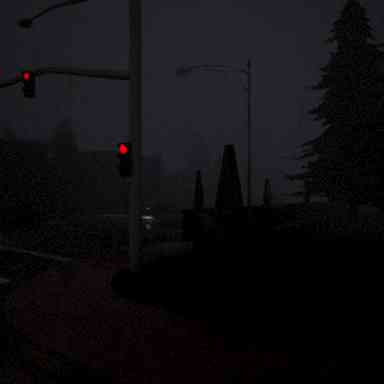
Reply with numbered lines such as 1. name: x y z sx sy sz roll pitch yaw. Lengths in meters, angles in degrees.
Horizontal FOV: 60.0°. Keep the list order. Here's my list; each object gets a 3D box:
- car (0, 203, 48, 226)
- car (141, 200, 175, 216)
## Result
1. car: -11.965 1.511 21.670 1.837 1.490 4.892 0 0 35
2. car: -3.554 1.532 33.438 1.812 1.442 4.674 0 0 36
